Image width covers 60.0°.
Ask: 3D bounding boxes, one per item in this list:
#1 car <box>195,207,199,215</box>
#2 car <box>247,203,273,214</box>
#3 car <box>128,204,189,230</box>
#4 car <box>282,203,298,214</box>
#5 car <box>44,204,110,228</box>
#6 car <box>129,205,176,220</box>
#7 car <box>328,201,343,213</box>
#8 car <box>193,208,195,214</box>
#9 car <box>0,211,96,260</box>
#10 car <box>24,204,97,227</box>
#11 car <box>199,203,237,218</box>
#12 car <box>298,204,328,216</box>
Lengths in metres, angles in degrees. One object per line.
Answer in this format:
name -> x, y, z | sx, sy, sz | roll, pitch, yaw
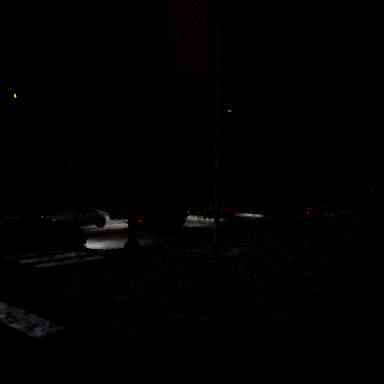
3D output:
car -> 2.075, 2.152, 41.167 | 1.895, 1.301, 4.718 | 0, -1, 36
car -> 9.458, 2.267, 45.800 | 2.033, 1.411, 5.357 | 0, -1, 36
car -> -2.418, 1.784, 23.467 | 1.812, 1.442, 4.674 | 0, -1, 36
car -> 13.902, 2.282, 46.223 | 2.128, 1.511, 4.902 | 0, -1, 36
car -> -7.627, 1.693, 22.099 | 1.812, 1.442, 4.674 | 0, -1, 36
car -> -3.816, 1.961, 32.992 | 1.895, 1.301, 4.718 | 0, -1, 36
car -> 21.794, 2.540, 51.723 | 1.994, 1.385, 4.181 | 0, -1, 36
car -> -2.236, 1.831, 29.625 | 2.128, 1.511, 4.902 | 0, -1, 36
car -> -6.158, 1.596, 12.696 | 1.994, 1.385, 4.181 | 0, -2, 36
car -> -9.667, 1.677, 24.862 | 1.837, 1.490, 4.892 | 0, -1, 36
car -> 3.254, 1.995, 37.243 | 1.882, 1.535, 5.008 | 0, -1, 36
car -> 15.789, 2.284, 43.290 | 1.837, 1.490, 4.892 | 0, -1, 36
